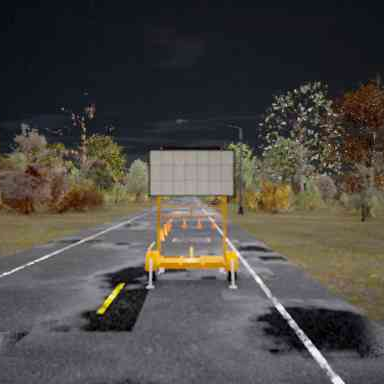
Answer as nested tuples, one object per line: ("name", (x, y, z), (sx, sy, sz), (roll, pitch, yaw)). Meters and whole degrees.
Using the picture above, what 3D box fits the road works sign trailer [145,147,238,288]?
("road works sign trailer", (-0.008, 0.533, 9.405), (2.380, 3.560, 2.880), (0, 0, 0))

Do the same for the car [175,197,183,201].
("car", (-3.586, 1.874, 89.424), (2.097, 1.767, 4.553), (0, 0, 0))
